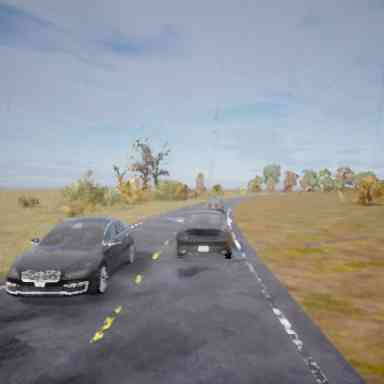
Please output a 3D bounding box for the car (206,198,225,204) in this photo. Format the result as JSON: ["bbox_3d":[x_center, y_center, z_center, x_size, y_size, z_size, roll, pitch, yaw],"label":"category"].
[{"bbox_3d":[2.318,1.360,34.014,2.033,1.411,5.357,0,0,7],"label":"car"}]

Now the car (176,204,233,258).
[{"bbox_3d":[0.469,1.440,12.468,1.837,1.490,4.892,0,1,3],"label":"car"}]

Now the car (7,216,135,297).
[{"bbox_3d":[-2.748,1.455,8.623,1.837,1.490,4.892,0,0,2],"label":"car"}]
